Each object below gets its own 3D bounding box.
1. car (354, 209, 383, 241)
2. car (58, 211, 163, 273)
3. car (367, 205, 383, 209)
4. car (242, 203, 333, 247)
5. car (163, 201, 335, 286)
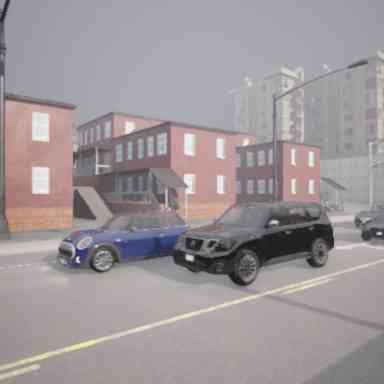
[{"bbox_3d":[10.046,1.689,16.212,4.181,1.385,1.994,0,-1,-37],"label":"car"},{"bbox_3d":[-2.060,1.476,11.278,4.553,1.767,2.097,0,-1,-38],"label":"car"},{"bbox_3d":[13.100,1.672,22.999,4.902,1.511,2.128,0,-1,-38],"label":"car"},{"bbox_3d":[4.869,1.501,16.642,4.553,1.767,2.097,0,-1,-38],"label":"car"},{"bbox_3d":[2.123,1.317,10.096,5.566,2.045,2.150,0,-1,-38],"label":"car"}]
